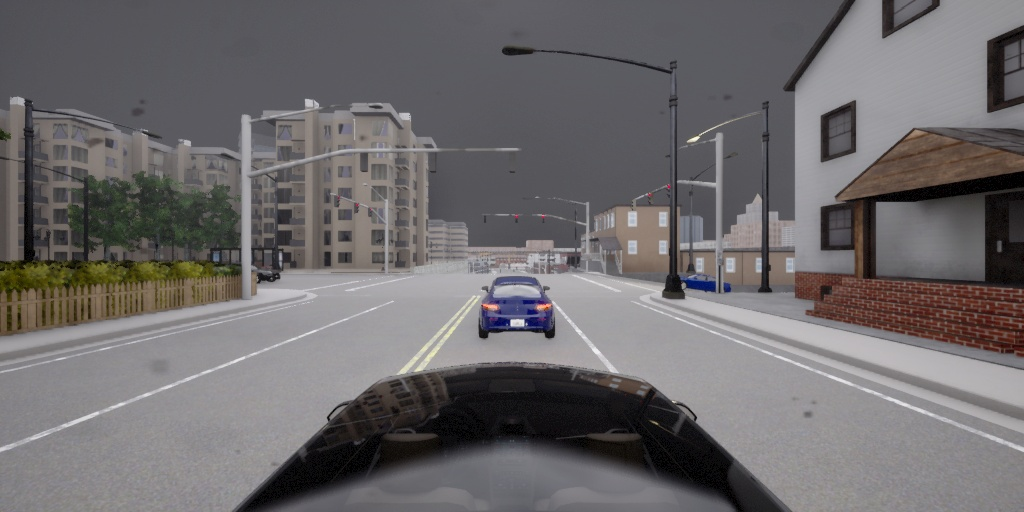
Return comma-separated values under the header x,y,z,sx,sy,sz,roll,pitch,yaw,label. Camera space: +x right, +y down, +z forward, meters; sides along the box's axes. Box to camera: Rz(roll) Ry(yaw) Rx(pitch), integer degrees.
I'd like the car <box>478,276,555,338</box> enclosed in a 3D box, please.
x,y,z,sx,sy,sz,roll,pitch,yaw,label
0.110,1.276,10.013,1.812,1.442,4.674,0,0,0,car

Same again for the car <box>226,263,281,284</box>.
x,y,z,sx,sy,sz,roll,pitch,yaw,label
-19.814,1.255,26.510,4.892,1.490,1.837,0,0,1,car

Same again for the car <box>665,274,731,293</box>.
x,y,z,sx,sy,sz,roll,pitch,yaw,label
15.379,2.209,29.696,5.008,1.535,1.882,9,0,1,car
